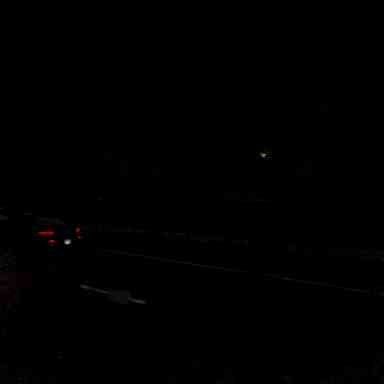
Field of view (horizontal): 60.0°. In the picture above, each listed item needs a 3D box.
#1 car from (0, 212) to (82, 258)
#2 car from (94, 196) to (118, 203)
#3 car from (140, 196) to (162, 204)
[{"bbox_3d":[-6.076,1.490,12.555,4.674,1.442,1.812,0,0,35],"label":"car"},{"bbox_3d":[-16.902,1.447,65.245,1.895,1.301,4.718,0,0,36],"label":"car"},{"bbox_3d":[-7.434,1.443,60.501,1.994,1.385,4.181,0,0,36],"label":"car"}]
